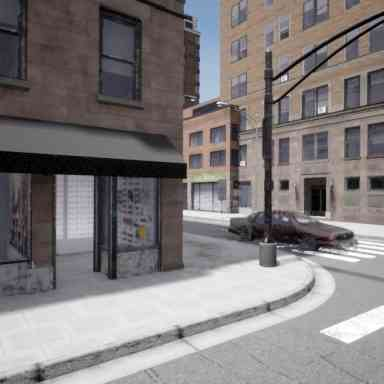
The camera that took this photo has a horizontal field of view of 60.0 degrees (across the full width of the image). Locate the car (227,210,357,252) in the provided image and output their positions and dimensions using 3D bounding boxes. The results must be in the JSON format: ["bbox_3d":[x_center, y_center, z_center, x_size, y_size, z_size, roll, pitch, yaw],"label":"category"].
[{"bbox_3d":[3.881,1.493,13.988,2.033,1.411,5.357,0,0,-40],"label":"car"}]
